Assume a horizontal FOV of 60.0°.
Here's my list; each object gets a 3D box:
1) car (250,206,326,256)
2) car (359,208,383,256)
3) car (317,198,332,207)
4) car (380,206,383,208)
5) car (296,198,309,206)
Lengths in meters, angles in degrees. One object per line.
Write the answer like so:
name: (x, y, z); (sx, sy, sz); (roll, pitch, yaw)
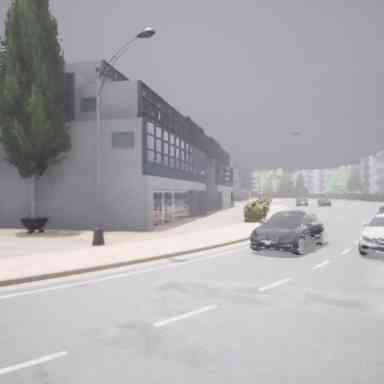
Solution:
car: (4.066, 1.557, 13.650); (1.837, 1.490, 4.892); (0, 0, 36)
car: (7.642, 1.553, 12.674); (1.812, 1.442, 4.674); (0, 0, 34)
car: (22.105, 1.742, 55.694); (2.033, 1.411, 5.357); (0, 0, 15)
car: (19.380, 1.607, 31.403); (2.033, 1.411, 5.357); (0, 0, 15)
car: (18.721, 1.702, 56.587); (2.128, 1.511, 4.902); (0, 0, 15)
